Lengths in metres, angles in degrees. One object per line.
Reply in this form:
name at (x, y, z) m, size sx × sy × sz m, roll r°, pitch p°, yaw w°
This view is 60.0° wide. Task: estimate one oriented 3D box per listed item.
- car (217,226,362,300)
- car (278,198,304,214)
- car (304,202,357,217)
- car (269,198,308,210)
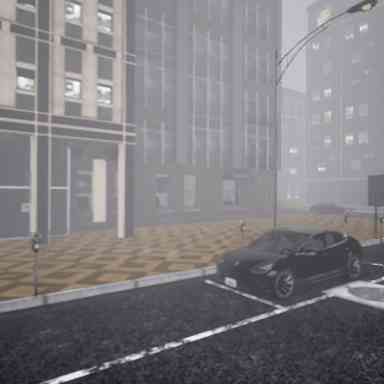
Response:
car at (2.614, 1.573, 8.424) m, size 4.313 × 1.339 × 1.947 m, roll 0°, pitch 0°, yaw -36°
car at (9.481, 1.491, 34.552) m, size 1.752 × 1.417 × 4.829 m, roll 1°, pitch 0°, yaw -36°
car at (12.684, 1.558, 30.090) m, size 1.802 × 1.307 × 4.206 m, roll 1°, pitch 0°, yaw -36°
car at (12.787, 1.531, 44.316) m, size 1.752 × 1.417 × 4.829 m, roll 0°, pitch 0°, yaw -36°
